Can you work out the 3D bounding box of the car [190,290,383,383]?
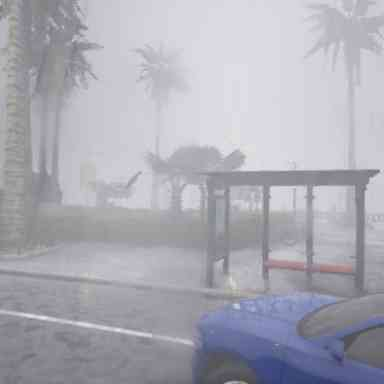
[{"bbox_3d":[2.159,1.489,2.558,5.008,1.535,1.882,0,-2,44],"label":"car"}]
